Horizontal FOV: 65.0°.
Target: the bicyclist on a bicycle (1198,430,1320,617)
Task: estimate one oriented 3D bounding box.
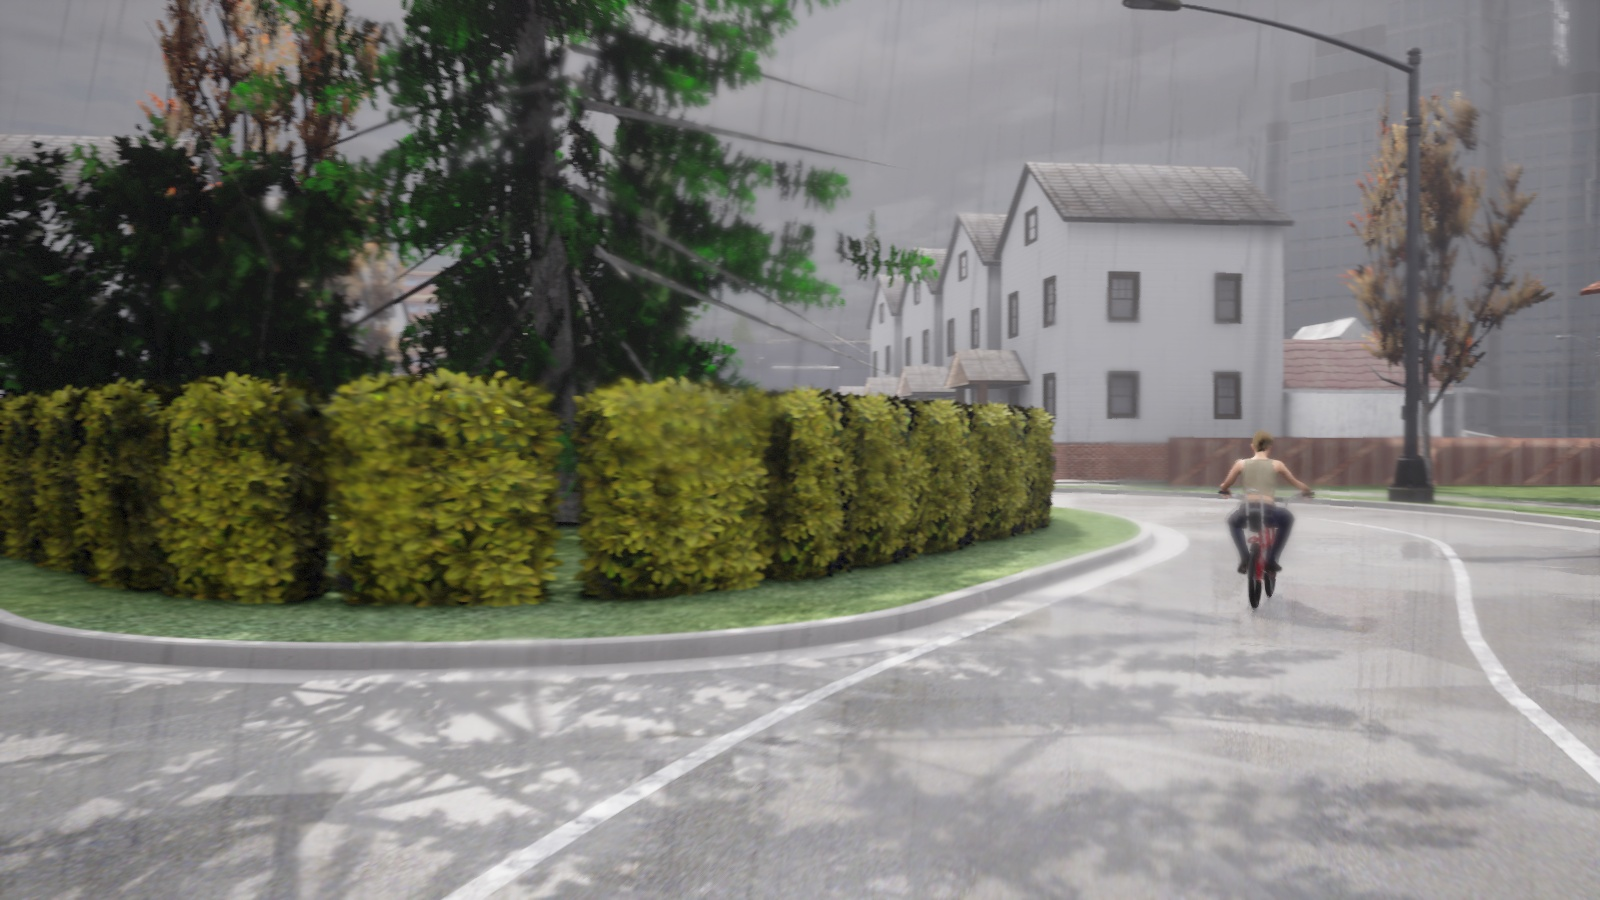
[{"bbox_3d":[4.289,0.629,11.671,0.866,1.612,1.509,0,0,28],"label":"bicyclist on a bicycle"}]
